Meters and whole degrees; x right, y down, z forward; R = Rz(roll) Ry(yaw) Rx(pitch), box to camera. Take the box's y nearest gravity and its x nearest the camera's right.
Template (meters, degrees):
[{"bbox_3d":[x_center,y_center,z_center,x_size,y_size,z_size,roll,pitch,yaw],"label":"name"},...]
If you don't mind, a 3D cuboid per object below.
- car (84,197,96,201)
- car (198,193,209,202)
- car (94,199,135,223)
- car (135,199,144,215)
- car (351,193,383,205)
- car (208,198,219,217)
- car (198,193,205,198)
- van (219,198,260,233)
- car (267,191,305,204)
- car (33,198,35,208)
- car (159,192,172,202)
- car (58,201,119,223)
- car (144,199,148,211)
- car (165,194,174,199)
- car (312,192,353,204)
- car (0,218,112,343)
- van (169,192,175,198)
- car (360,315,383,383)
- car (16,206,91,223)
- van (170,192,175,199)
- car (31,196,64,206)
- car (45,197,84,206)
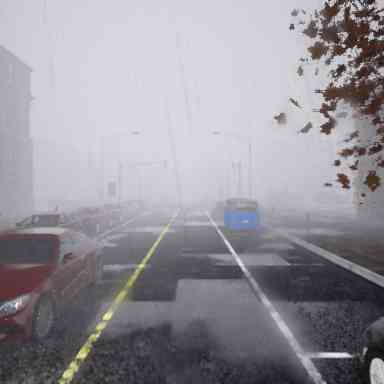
[{"bbox_3d":[-18.209,1.462,55.541,4.313,1.339,1.947,-1,1,-1],"label":"car"},{"bbox_3d":[2.671,1.201,67.916,1.752,1.417,4.829,-1,0,0],"label":"car"},{"bbox_3d":[-5.698,1.430,24.137,1.887,1.381,4.507,0,0,0],"label":"car"},{"bbox_3d":[-5.700,1.385,29.511,1.752,1.417,4.829,0,0,0],"label":"car"},{"bbox_3d":[25.469,0.927,47.947,4.097,1.590,1.967,-1,1,-1],"label":"car"},{"bbox_3d":[2.681,1.425,29.683,1.947,1.339,4.313,-1,0,0],"label":"car"},{"bbox_3d":[2.665,1.094,95.477,2.008,1.369,4.403,-1,0,0],"label":"car"},{"bbox_3d":[2.682,1.253,18.594,1.690,1.788,3.998,-1,0,0],"label":"van"},{"bbox_3d":[14.221,0.807,50.441,5.566,2.045,2.150,-1,1,-1],"label":"car"},{"bbox_3d":[-23.744,1.391,47.087,5.009,1.841,2.192,-1,1,-1],"label":"car"},{"bbox_3d":[-5.708,1.258,67.744,1.802,1.307,4.206,0,0,0],"label":"car"},{"bbox_3d":[-5.697,1.456,18.593,1.887,1.381,4.507,0,0,0],"label":"car"},{"bbox_3d":[-5.701,1.377,35.225,1.887,1.381,4.507,0,0,0],"label":"car"},{"bbox_3d":[-5.713,1.141,84.383,1.887,1.381,4.507,0,0,0],"label":"car"},{"bbox_3d":[19.926,0.869,47.844,5.009,1.841,2.192,-1,1,-1],"label":"car"},{"bbox_3d":[-3.102,1.494,6.525,1.812,1.442,4.674,0,0,0],"label":"car"},{"bbox_3d":[-5.718,0.883,95.474,1.690,1.788,3.998,0,0,0],"label":"van"},{"bbox_3d":[2.688,1.541,1.963,2.008,1.369,4.403,-1,0,0],"label":"car"},{"bbox_3d":[-5.695,1.482,13.049,1.887,1.381,4.507,0,0,0],"label":"car"},{"bbox_3d":[-5.713,0.964,78.835,1.690,1.788,3.998,0,0,0],"label":"van"},{"bbox_3d":[-24.033,1.490,55.435,4.829,1.417,1.752,-1,1,-1],"label":"car"},{"bbox_3d":[-18.090,1.449,47.192,4.097,1.590,1.967,-1,1,-1],"label":"car"}]
